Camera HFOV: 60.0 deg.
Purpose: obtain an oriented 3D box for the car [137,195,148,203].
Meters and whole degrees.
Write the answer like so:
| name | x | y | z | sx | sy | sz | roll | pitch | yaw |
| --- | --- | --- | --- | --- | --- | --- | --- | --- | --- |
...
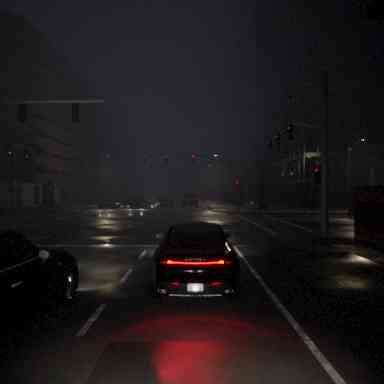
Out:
| name | x | y | z | sx | sy | sz | roll | pitch | yaw |
| --- | --- | --- | --- | --- | --- | --- | --- | --- | --- |
| car | -10.640 | 1.499 | 71.845 | 1.812 | 1.442 | 4.674 | 0 | 0 | 1 |

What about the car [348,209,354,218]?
| name | x | y | z | sx | sy | sz | roll | pitch | yaw |
| --- | --- | --- | --- | --- | --- | --- | --- | --- | --- |
| car | 15.334 | 1.611 | 27.742 | 4.181 | 1.385 | 1.994 | 0 | 0 | 0 |

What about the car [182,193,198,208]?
| name | x | y | z | sx | sy | sz | roll | pitch | yaw |
| --- | --- | --- | --- | --- | --- | --- | --- | --- | --- |
| car | -0.266 | 1.207 | 49.057 | 2.150 | 2.045 | 5.566 | 0 | 0 | 0 |

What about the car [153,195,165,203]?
| name | x | y | z | sx | sy | sz | roll | pitch | yaw |
| --- | --- | --- | --- | --- | --- | --- | --- | --- | --- |
| car | -7.138 | 1.502 | 72.007 | 2.128 | 1.511 | 4.902 | 0 | 0 | 1 |

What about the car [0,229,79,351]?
| name | x | y | z | sx | sy | sz | roll | pitch | yaw |
| --- | --- | --- | --- | --- | --- | --- | --- | --- | --- |
| car | -3.445 | 1.351 | 5.196 | 2.097 | 1.767 | 4.553 | 0 | 0 | 0 |

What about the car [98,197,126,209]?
| name | x | y | z | sx | sy | sz | roll | pitch | yaw |
| --- | --- | --- | --- | --- | --- | --- | --- | --- | --- |
| car | -10.925 | 1.535 | 44.579 | 2.033 | 1.411 | 5.357 | 0 | 0 | 3 |

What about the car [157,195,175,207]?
| name | x | y | z | sx | sy | sz | roll | pitch | yaw |
| --- | --- | --- | --- | --- | --- | --- | --- | --- | --- |
| car | -3.752 | 1.549 | 50.463 | 1.994 | 1.385 | 4.181 | 0 | 0 | 0 |

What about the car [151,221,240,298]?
| name | x | y | z | sx | sy | sz | roll | pitch | yaw |
| --- | --- | --- | --- | --- | --- | --- | --- | --- | --- |
| car | 0.082 | 1.502 | 8.518 | 1.837 | 1.490 | 4.892 | 0 | 0 | 0 |

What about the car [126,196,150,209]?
| name | x | y | z | sx | sy | sz | roll | pitch | yaw |
| --- | --- | --- | --- | --- | --- | --- | --- | --- | --- |
| car | -7.456 | 1.491 | 46.467 | 1.837 | 1.490 | 4.892 | 0 | 0 | 0 |

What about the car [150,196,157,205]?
| name | x | y | z | sx | sy | sz | roll | pitch | yaw |
| --- | --- | --- | --- | --- | --- | --- | --- | --- | --- |
| car | -7.373 | 1.461 | 57.764 | 1.882 | 1.535 | 5.008 | 0 | 0 | 1 |
